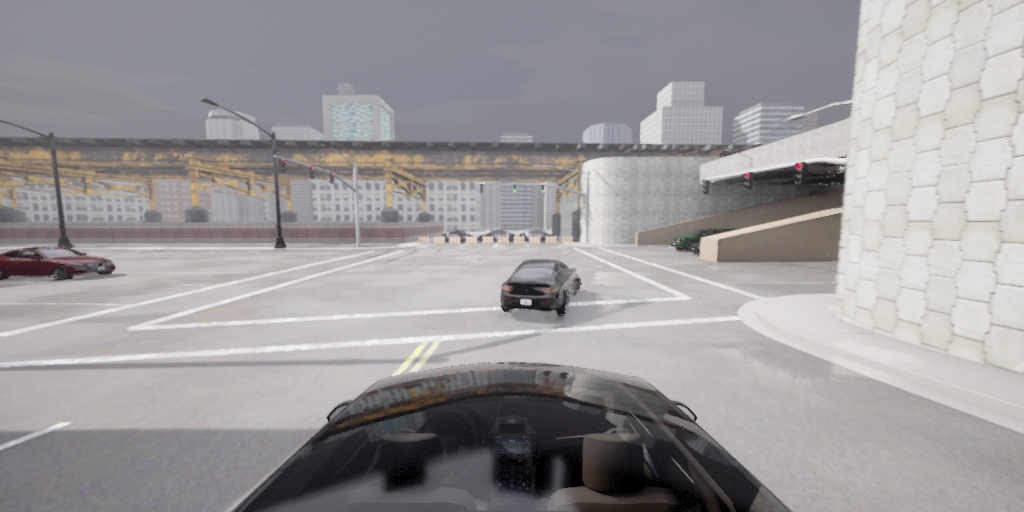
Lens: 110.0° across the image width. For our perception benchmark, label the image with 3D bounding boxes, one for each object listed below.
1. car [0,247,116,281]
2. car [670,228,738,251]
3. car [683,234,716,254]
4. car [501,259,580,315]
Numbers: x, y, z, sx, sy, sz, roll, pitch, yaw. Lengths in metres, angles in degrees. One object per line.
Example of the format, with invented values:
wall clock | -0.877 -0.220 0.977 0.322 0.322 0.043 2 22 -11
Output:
car | -21.307 0.313 16.558 4.674 1.442 1.812 0 6 0
car | 16.790 -1.406 31.055 5.566 2.045 2.150 0 6 -1
car | 15.915 -0.726 27.589 4.181 1.385 1.994 0 6 -1
car | 1.017 0.812 11.526 1.812 1.442 4.674 1 6 16
